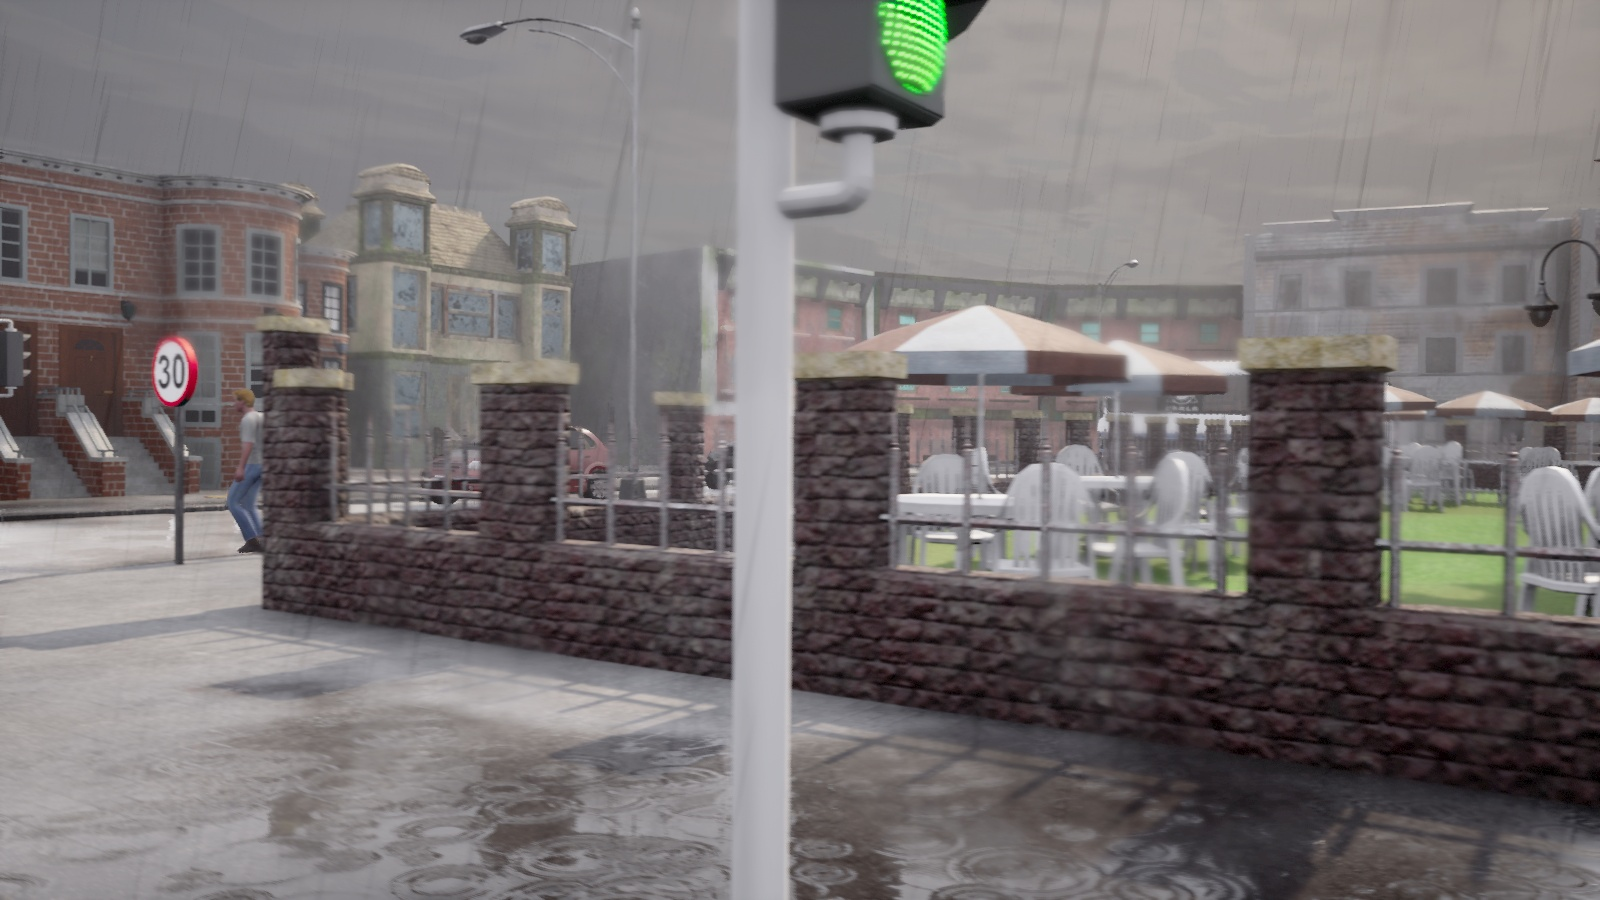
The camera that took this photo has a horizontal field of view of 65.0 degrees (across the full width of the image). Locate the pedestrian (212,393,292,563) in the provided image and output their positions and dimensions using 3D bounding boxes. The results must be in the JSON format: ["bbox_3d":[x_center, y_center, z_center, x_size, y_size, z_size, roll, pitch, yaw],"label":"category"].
[{"bbox_3d":[-5.992,0.297,13.748,0.706,1.836,0.354,-1,1,-6],"label":"pedestrian"}]

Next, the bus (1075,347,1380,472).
[{"bbox_3d":[15.660,-1.442,46.488,10.273,4.253,3.944,0,1,20],"label":"bus"}]

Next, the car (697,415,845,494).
[{"bbox_3d":[-0.680,0.077,32.284,1.905,1.878,3.866,0,1,33],"label":"car"}]

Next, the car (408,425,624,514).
[{"bbox_3d":[-5.542,0.323,24.945,1.851,1.617,3.988,0,1,34],"label":"car"}]
